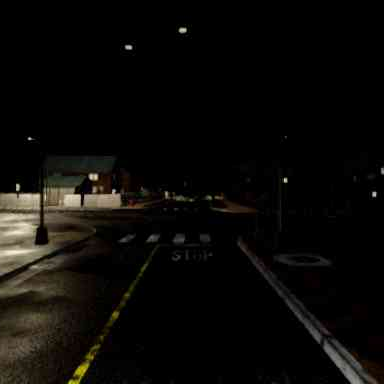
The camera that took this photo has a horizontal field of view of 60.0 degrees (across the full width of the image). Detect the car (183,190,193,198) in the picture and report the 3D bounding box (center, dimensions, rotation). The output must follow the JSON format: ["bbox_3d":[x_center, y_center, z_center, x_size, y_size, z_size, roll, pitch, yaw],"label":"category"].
[{"bbox_3d":[-0.907,0.421,79.674,2.097,1.767,4.553,0,0,2],"label":"car"}]
